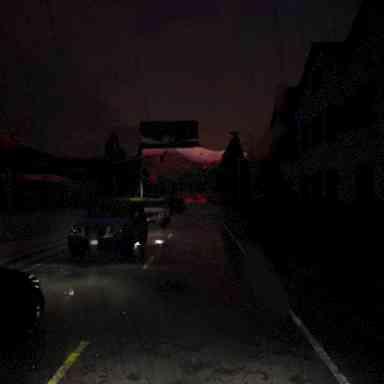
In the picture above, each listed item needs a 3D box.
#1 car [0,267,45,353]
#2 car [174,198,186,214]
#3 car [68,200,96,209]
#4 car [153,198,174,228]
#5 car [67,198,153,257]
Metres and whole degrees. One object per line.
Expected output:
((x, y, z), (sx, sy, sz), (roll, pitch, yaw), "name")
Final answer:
((-3.517, 1.602, 3.932), (1.994, 1.385, 4.181), (0, -1, 2), "car")
((-3.450, 1.807, 43.439), (5.566, 2.045, 2.150), (-1, -2, 33), "car")
((-20.412, 2.309, 61.836), (4.611, 1.667, 2.242), (0, -1, 1), "car")
((-2.854, 1.486, 24.677), (2.150, 2.045, 5.566), (0, -1, 1), "car")
((-3.224, 1.369, 13.962), (2.150, 2.045, 5.566), (0, -1, 2), "car")
